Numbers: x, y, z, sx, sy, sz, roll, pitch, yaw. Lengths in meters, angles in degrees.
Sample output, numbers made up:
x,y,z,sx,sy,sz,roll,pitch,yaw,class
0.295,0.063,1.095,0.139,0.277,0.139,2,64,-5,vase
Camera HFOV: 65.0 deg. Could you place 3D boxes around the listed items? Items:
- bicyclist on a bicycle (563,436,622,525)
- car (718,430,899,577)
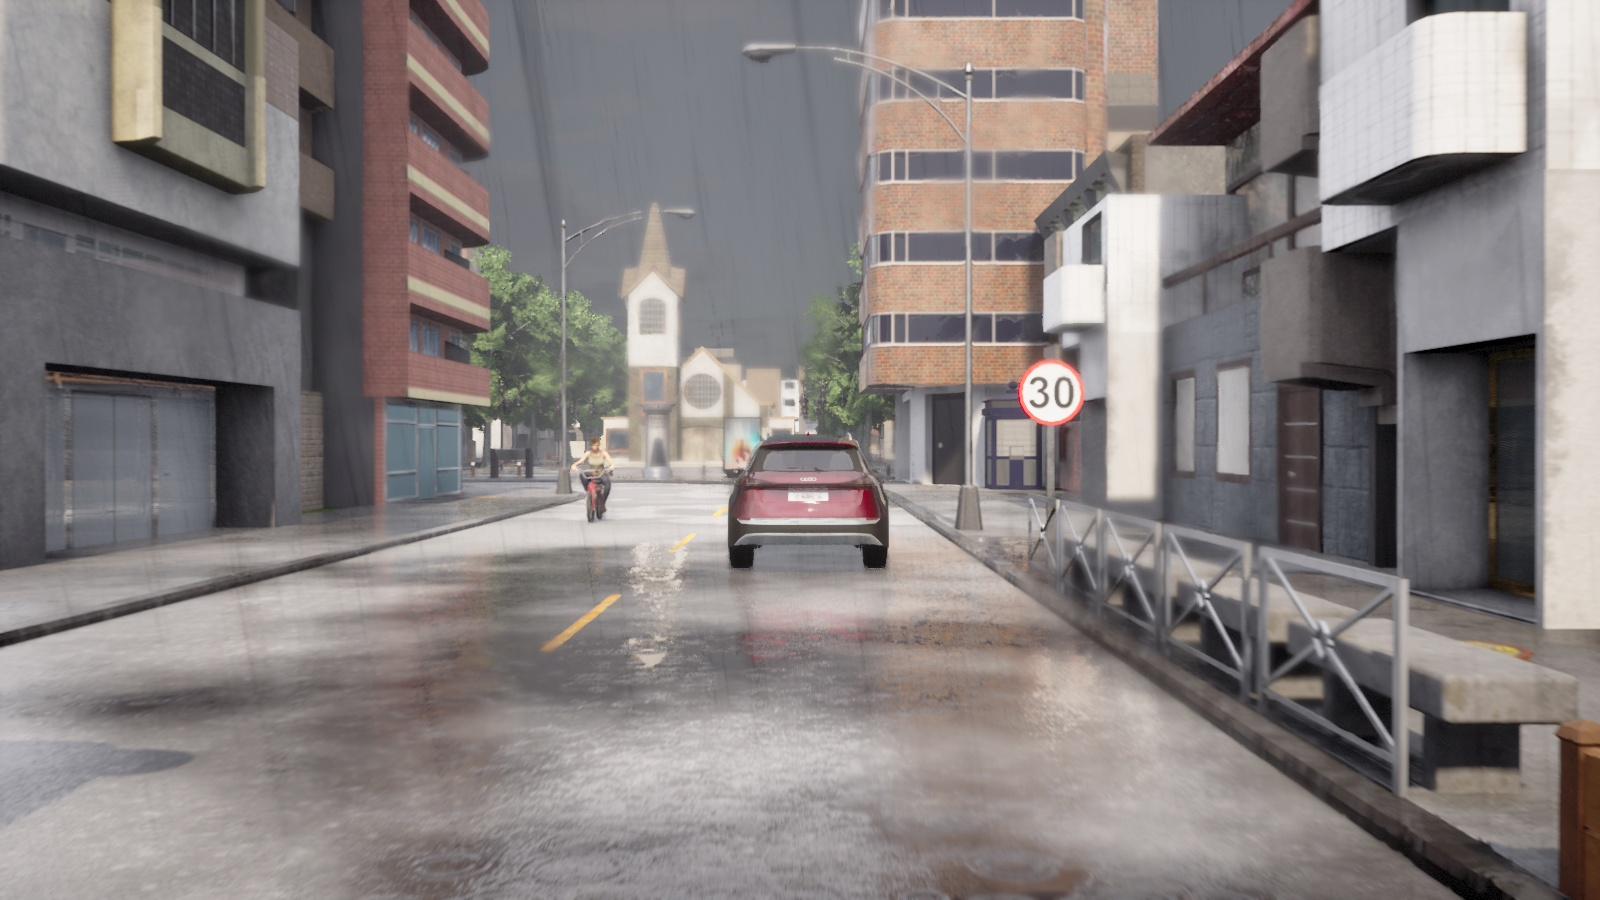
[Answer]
x,y,z,sx,sy,sz,roll,pitch,yaw,class
-3.863,0.547,23.493,0.866,1.612,1.509,0,0,0,bicyclist on a bicycle
0.107,0.584,16.509,2.033,1.649,4.856,0,0,0,car
